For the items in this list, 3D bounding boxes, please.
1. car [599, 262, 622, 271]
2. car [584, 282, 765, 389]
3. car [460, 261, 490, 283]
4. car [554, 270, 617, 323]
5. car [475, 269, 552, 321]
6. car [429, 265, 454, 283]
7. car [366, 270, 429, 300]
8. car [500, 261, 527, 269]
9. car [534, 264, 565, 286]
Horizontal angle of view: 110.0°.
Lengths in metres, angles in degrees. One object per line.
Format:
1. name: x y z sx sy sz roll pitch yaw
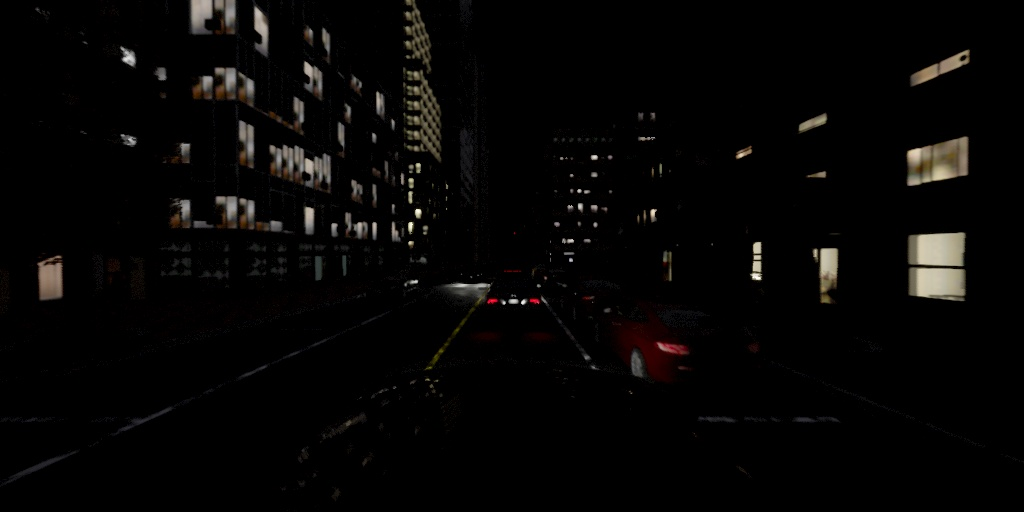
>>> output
1. car: 16.261 1.654 58.019 4.403 1.370 2.007 0 0 1
2. car: 2.720 1.356 6.648 1.802 1.307 4.207 0 0 0
3. car: -3.109 1.388 29.701 1.837 1.490 4.892 0 0 0
4. car: 2.749 1.345 12.292 1.888 1.381 4.507 0 0 0
5. car: 0.057 1.350 12.721 2.033 1.411 5.357 0 0 0
6. car: -5.844 1.426 29.275 1.888 1.381 4.507 0 0 0
7. car: -5.808 1.377 17.985 2.007 1.370 4.403 0 0 0
8. car: 0.057 1.392 30.716 1.837 1.490 4.892 0 0 0
9. car: 2.801 1.405 23.580 2.007 1.370 4.403 0 0 0
